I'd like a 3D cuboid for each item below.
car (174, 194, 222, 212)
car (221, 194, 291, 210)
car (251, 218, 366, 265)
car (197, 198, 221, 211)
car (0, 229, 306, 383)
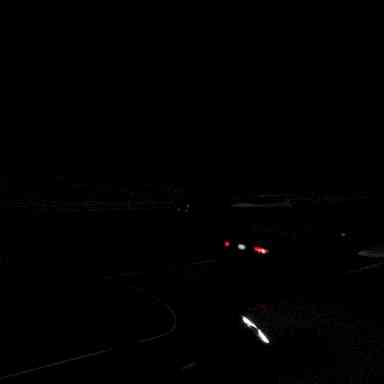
[{"bbox_3d":[1.012,1.215,30.832,5.566,2.045,2.150,0,0,-36],"label":"car"},{"bbox_3d":[5.196,1.214,25.220,5.566,2.045,2.150,0,0,-36],"label":"car"},{"bbox_3d":[3.371,1.547,10.571,5.357,1.411,2.033,0,0,-36],"label":"car"},{"bbox_3d":[3.243,1.485,28.128,4.902,1.511,2.128,0,0,-36],"label":"car"},{"bbox_3d":[-1.369,1.355,2.806,4.553,1.767,2.097,0,0,-35],"label":"car"}]
